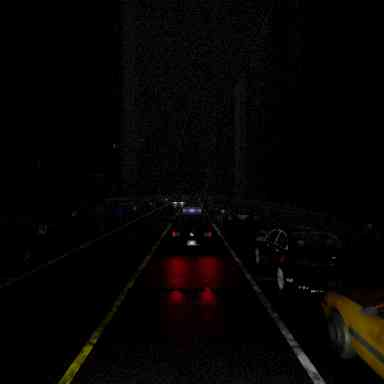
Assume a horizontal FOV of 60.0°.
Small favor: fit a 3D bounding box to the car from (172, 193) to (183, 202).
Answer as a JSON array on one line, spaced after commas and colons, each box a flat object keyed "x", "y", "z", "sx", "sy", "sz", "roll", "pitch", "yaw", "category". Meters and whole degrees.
[{"x": -3.000, "y": 1.462, "z": 75.955, "sx": 1.837, "sy": 1.490, "sz": 4.892, "roll": 0, "pitch": 0, "yaw": 0, "category": "car"}]

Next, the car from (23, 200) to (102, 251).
[{"x": -5.766, "y": 1.312, "z": 14.218, "sx": 2.192, "sy": 1.841, "sz": 5.009, "roll": 0, "pitch": 0, "yaw": 0, "category": "car"}]

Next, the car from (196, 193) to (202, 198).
[{"x": 2.355, "y": 1.505, "z": 70.563, "sx": 1.837, "sy": 1.490, "sz": 4.892, "roll": 0, "pitch": 0, "yaw": 0, "category": "car"}]

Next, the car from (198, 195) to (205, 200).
[{"x": 2.760, "y": 1.593, "z": 93.137, "sx": 1.802, "sy": 1.307, "sz": 4.206, "roll": 0, "pitch": 0, "yaw": 0, "category": "car"}]

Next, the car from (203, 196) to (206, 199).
[{"x": 2.760, "y": 1.562, "z": 42.411, "sx": 1.947, "sy": 1.339, "sz": 4.313, "roll": 0, "pitch": 0, "yaw": 0, "category": "car"}]

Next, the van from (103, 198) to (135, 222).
[{"x": -5.766, "y": 1.337, "z": 25.492, "sx": 1.690, "sy": 1.788, "sz": 3.998, "roll": 0, "pitch": 0, "yaw": 0, "category": "van"}]

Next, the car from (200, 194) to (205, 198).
[{"x": 2.760, "y": 1.437, "z": 53.683, "sx": 1.967, "sy": 1.590, "sz": 4.097, "roll": 0, "pitch": 0, "yaw": 0, "category": "car"}]

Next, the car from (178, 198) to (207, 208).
[{"x": 0.000, "y": 1.561, "z": 29.651, "sx": 2.033, "sy": 1.411, "sz": 5.357, "roll": 0, "pitch": 0, "yaw": 0, "category": "car"}]

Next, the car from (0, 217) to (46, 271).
[{"x": -5.765, "y": 1.563, "z": 8.582, "sx": 1.947, "sy": 1.339, "sz": 4.313, "roll": 0, "pitch": 0, "yaw": 0, "category": "car"}]

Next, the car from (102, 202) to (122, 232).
[{"x": -5.765, "y": 1.541, "z": 19.856, "sx": 1.887, "sy": 1.381, "sz": 4.507, "roll": 0, "pitch": 0, "yaw": 0, "category": "car"}]

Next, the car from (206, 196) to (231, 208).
[{"x": 2.759, "y": 1.311, "z": 31.138, "sx": 2.192, "sy": 1.841, "sz": 5.009, "roll": 0, "pitch": 0, "yaw": 0, "category": "car"}]

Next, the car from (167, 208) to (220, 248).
[{"x": 0.000, "y": 1.614, "z": 14.681, "sx": 1.895, "sy": 1.301, "sz": 4.718, "roll": 0, "pitch": 0, "yaw": 0, "category": "car"}]

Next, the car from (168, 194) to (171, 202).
[{"x": -5.765, "y": 1.549, "z": 64.948, "sx": 2.008, "sy": 1.369, "sz": 4.403, "roll": 0, "pitch": 0, "yaw": 0, "category": "car"}]

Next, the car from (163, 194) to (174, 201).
[{"x": -5.766, "y": 1.321, "z": 81.859, "sx": 2.192, "sy": 1.841, "sz": 5.009, "roll": 0, "pitch": 0, "yaw": 0, "category": "car"}]

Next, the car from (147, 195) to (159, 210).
[{"x": -5.765, "y": 1.436, "z": 42.403, "sx": 1.967, "sy": 1.590, "sz": 4.097, "roll": 0, "pitch": 0, "yaw": 0, "category": "car"}]

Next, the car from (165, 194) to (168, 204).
[{"x": -5.765, "y": 1.522, "z": 59.143, "sx": 1.752, "sy": 1.417, "sz": 4.829, "roll": 0, "pitch": 0, "yaw": 0, "category": "car"}]

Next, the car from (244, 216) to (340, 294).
[{"x": 2.760, "y": 1.548, "z": 8.593, "sx": 2.008, "sy": 1.369, "sz": 4.403, "roll": 0, "pitch": 0, "yaw": 0, "category": "car"}]

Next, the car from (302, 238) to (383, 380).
[{"x": 2.760, "y": 1.523, "z": 3.127, "sx": 1.752, "sy": 1.417, "sz": 4.829, "roll": 0, "pitch": 0, "yaw": 0, "category": "car"}]

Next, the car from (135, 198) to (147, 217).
[{"x": -5.765, "y": 1.436, "z": 31.129, "sx": 1.967, "sy": 1.590, "sz": 4.097, "roll": 0, "pitch": 0, "yaw": 0, "category": "car"}]

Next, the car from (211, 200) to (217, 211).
[{"x": 2.760, "y": 1.562, "z": 25.502, "sx": 1.947, "sy": 1.339, "sz": 4.313, "roll": 0, "pitch": 0, "yaw": 0, "category": "car"}]

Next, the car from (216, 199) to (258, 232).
[{"x": 2.760, "y": 1.437, "z": 19.865, "sx": 1.967, "sy": 1.590, "sz": 4.097, "roll": 0, "pitch": 0, "yaw": 0, "category": "car"}]

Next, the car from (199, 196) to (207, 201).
[{"x": 2.760, "y": 1.588, "z": 81.865, "sx": 1.802, "sy": 1.307, "sz": 4.206, "roll": 0, "pitch": 0, "yaw": 0, "category": "car"}]

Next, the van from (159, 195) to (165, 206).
[{"x": -5.766, "y": 1.337, "z": 53.676, "sx": 1.690, "sy": 1.788, "sz": 3.998, "roll": 0, "pitch": 0, "yaw": 0, "category": "van"}]

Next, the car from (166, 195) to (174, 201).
[{"x": -5.765, "y": 1.574, "z": 87.496, "sx": 1.947, "sy": 1.339, "sz": 4.313, "roll": 0, "pitch": 0, "yaw": 0, "category": "car"}]

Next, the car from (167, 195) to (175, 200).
[{"x": -5.765, "y": 1.577, "z": 93.132, "sx": 1.947, "sy": 1.339, "sz": 4.313, "roll": 0, "pitch": 0, "yaw": 0, "category": "car"}]
